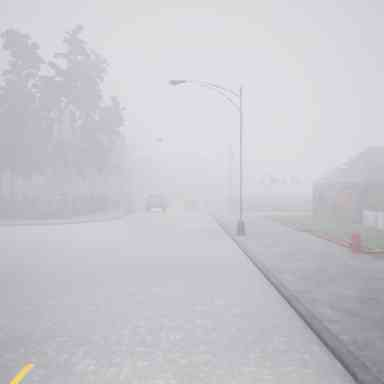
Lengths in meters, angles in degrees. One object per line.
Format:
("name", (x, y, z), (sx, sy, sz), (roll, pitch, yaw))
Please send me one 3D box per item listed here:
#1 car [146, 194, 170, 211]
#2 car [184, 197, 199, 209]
("car", (-4.253, 1.221, 40.298), (2.150, 2.045, 5.566), (0, 0, 0))
("car", (-0.073, 1.478, 46.339), (1.882, 1.535, 5.008), (0, 0, 0))
